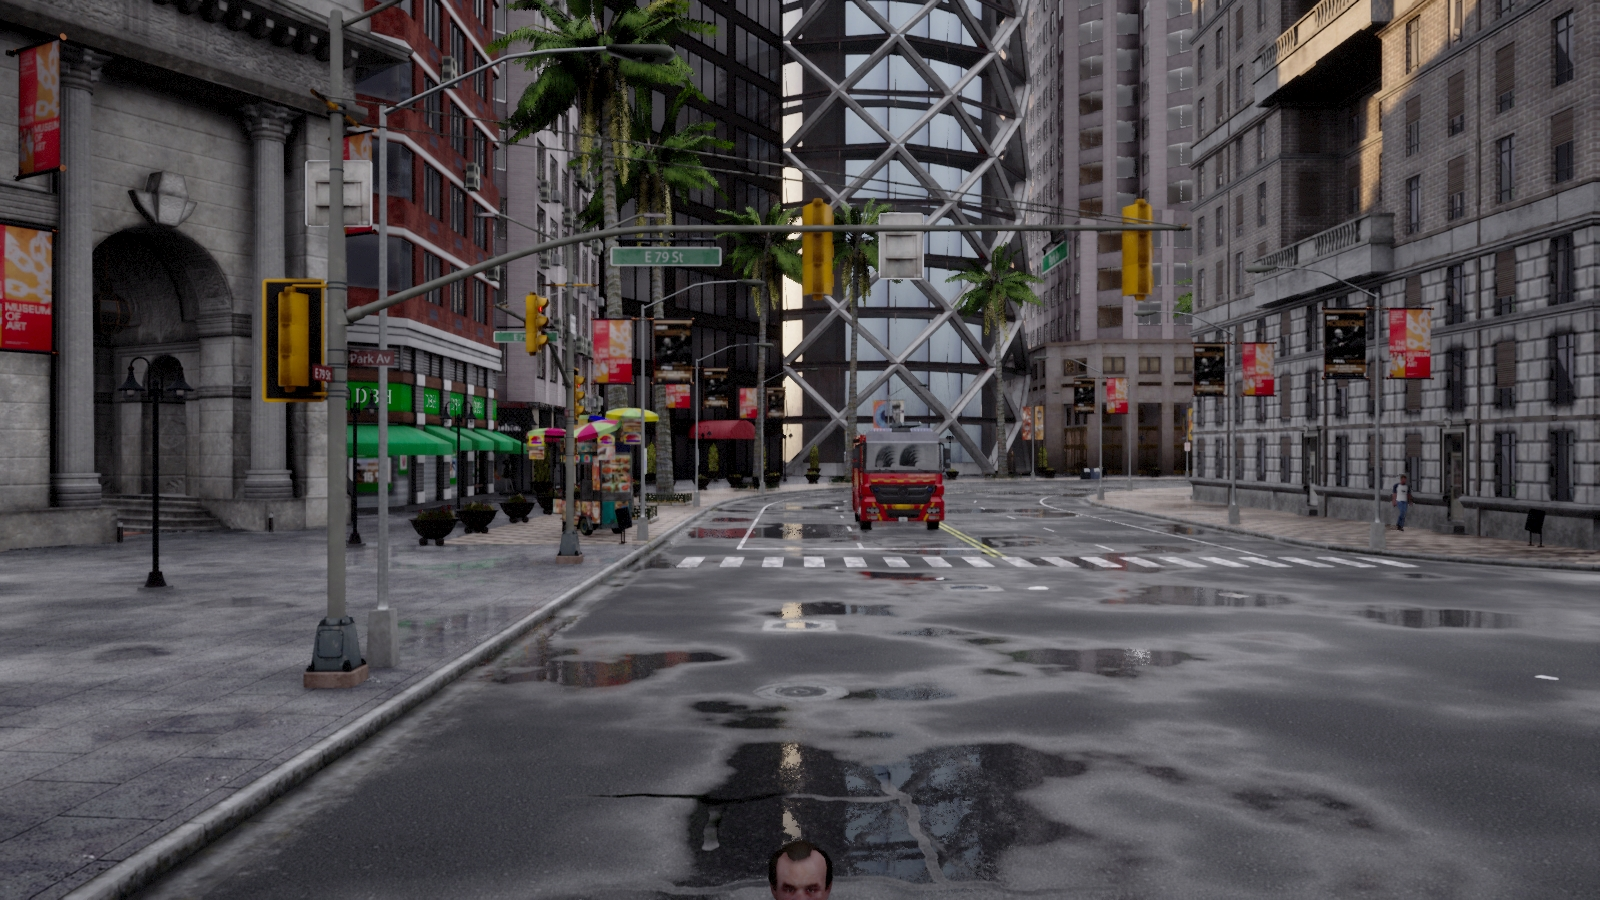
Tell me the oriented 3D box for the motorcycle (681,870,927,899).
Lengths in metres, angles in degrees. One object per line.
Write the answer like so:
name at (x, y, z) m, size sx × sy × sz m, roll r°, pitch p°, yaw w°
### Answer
motorcycle at (0.013, 2.182, 3.353) m, size 0.856 × 1.236 × 1.805 m, roll 0°, pitch 0°, yaw 0°

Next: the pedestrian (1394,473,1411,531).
pedestrian at (19.553, 1.697, 37.092) m, size 0.375 × 1.860 × 0.375 m, roll 0°, pitch 0°, yaw 0°

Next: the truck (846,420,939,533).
truck at (3.282, 0.891, 42.721) m, size 2.891 × 3.827 × 8.468 m, roll 0°, pitch 0°, yaw 0°
